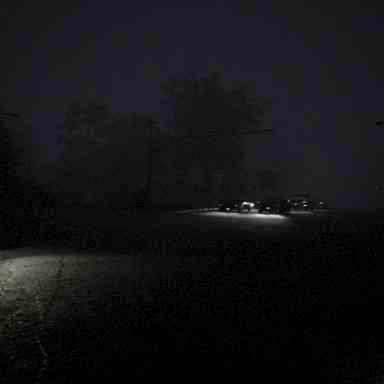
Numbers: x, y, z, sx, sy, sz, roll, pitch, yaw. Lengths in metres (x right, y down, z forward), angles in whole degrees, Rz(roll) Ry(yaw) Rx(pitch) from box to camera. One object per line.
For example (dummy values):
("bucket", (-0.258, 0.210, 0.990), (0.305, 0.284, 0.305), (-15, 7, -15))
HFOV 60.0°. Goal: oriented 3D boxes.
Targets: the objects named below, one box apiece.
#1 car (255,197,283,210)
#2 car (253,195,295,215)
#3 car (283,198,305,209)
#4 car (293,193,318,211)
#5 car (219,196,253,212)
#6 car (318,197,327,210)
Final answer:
("car", (9.234, 1.359, 39.424), (1.895, 1.301, 4.718), (1, -1, 30))
("car", (7.211, 1.166, 28.848), (1.994, 1.385, 4.181), (1, 0, 30))
("car", (15.421, 1.772, 50.144), (2.033, 1.411, 5.357), (1, -2, 30))
("car", (12.545, 1.069, 38.146), (2.150, 2.045, 5.566), (1, -1, 30))
("car", (4.248, 1.081, 30.767), (2.033, 1.411, 5.357), (1, 0, 26))
("car", (17.964, 1.609, 47.562), (2.097, 1.767, 4.553), (1, -2, 30))
